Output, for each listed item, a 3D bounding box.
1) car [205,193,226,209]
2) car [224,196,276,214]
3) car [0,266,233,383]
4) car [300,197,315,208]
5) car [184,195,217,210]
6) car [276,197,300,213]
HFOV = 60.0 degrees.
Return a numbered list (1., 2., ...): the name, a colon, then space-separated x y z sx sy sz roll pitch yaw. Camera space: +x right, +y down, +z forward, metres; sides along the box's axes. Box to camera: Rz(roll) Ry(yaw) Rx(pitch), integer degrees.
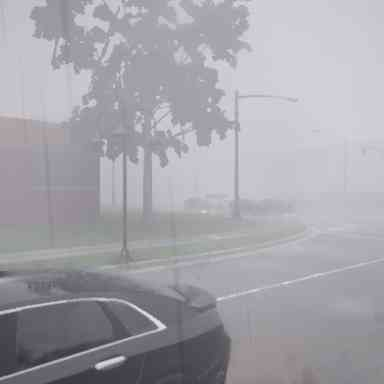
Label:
1. car: 3.615 1.221 45.003 2.150 2.045 5.566 0 0 -34
2. car: 6.016 1.478 35.097 1.882 1.535 5.008 0 0 -34
3. car: -1.865 1.505 2.661 4.892 1.490 1.837 0 0 -35
4. car: 14.975 1.491 47.196 2.128 1.511 4.902 0 0 -34
5. car: 0.747 1.505 42.987 1.837 1.490 4.892 0 0 -33
6. car: 9.086 1.505 36.801 1.837 1.490 4.892 0 0 -34
